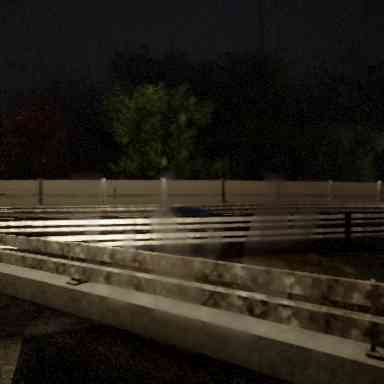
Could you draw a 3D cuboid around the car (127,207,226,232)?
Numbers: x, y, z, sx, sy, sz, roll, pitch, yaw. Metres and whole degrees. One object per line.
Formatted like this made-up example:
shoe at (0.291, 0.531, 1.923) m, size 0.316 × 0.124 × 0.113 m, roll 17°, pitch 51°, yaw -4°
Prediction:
car at (-0.731, 1.472, 15.911) m, size 4.674 × 1.442 × 1.812 m, roll -2°, pitch 1°, yaw -12°
